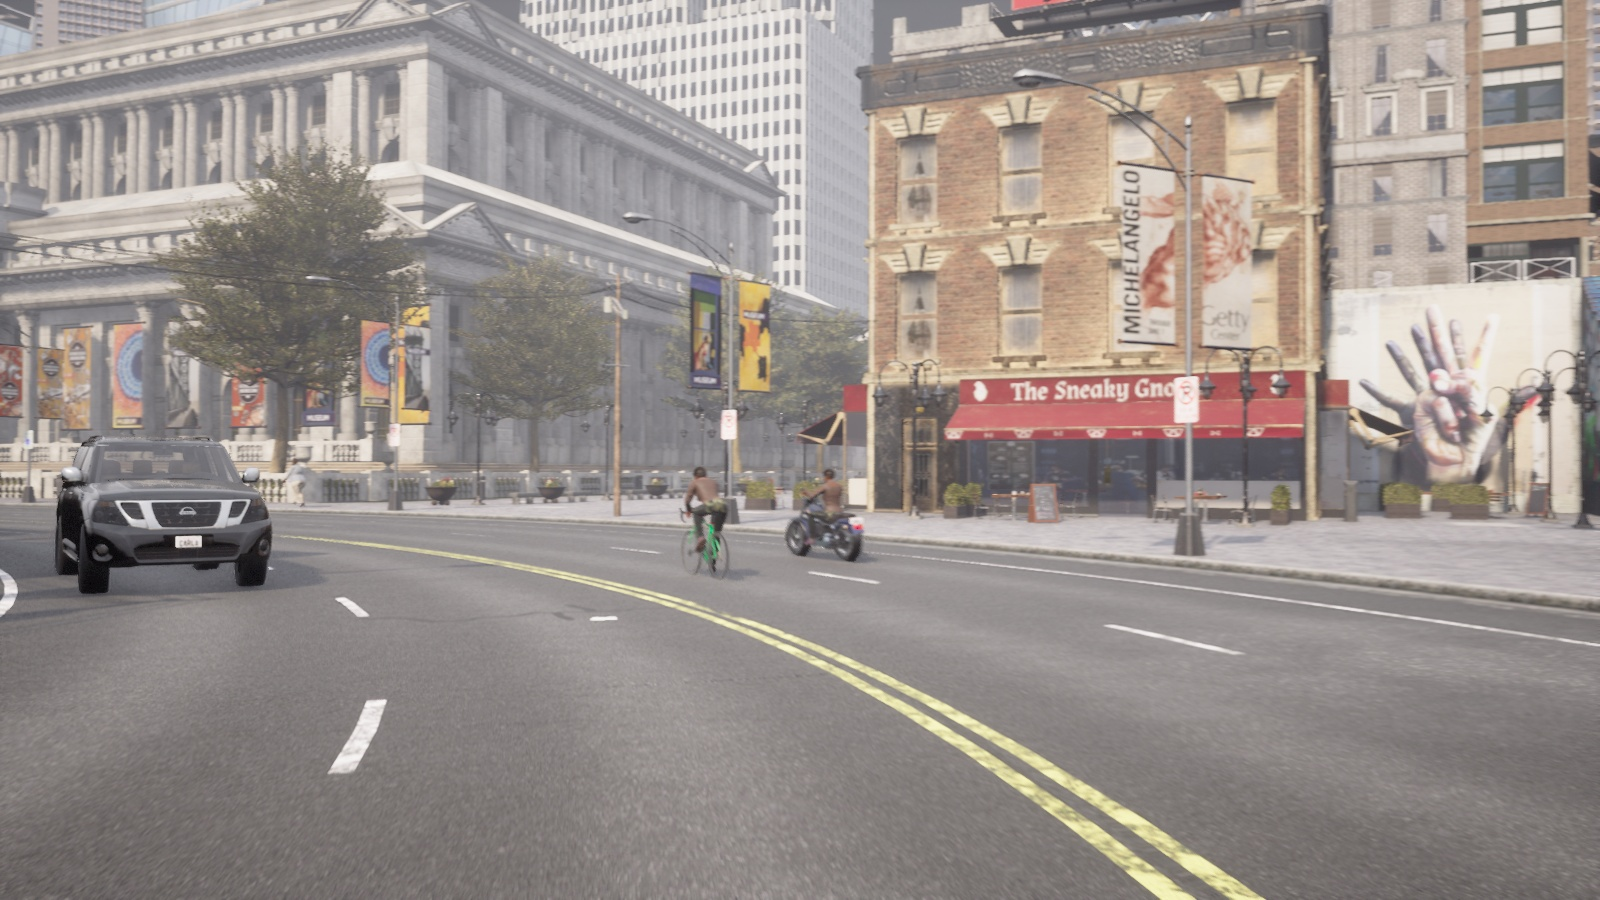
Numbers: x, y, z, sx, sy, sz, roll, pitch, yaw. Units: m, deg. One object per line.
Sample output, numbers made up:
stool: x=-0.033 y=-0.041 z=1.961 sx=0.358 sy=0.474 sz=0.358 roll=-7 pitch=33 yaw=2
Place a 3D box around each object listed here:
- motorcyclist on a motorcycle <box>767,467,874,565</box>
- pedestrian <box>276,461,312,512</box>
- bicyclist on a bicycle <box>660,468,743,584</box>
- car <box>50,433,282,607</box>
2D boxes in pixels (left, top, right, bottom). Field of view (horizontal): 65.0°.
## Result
motorcyclist on a motorcycle: x=0.323 y=1.140 z=22.452 sx=0.766 sy=1.649 sz=2.350 roll=0 pitch=-1 yaw=-31
pedestrian: x=-18.953 y=1.361 z=47.019 sx=0.900 sy=1.855 sz=0.874 roll=-1 pitch=-1 yaw=26
bicyclist on a bicycle: x=-1.467 y=1.085 z=18.502 sx=0.582 sy=1.620 sz=1.656 roll=0 pitch=-1 yaw=-28
car: x=-9.095 y=0.879 z=17.712 sx=2.150 sy=2.045 sz=5.566 roll=0 pitch=-1 yaw=-35
